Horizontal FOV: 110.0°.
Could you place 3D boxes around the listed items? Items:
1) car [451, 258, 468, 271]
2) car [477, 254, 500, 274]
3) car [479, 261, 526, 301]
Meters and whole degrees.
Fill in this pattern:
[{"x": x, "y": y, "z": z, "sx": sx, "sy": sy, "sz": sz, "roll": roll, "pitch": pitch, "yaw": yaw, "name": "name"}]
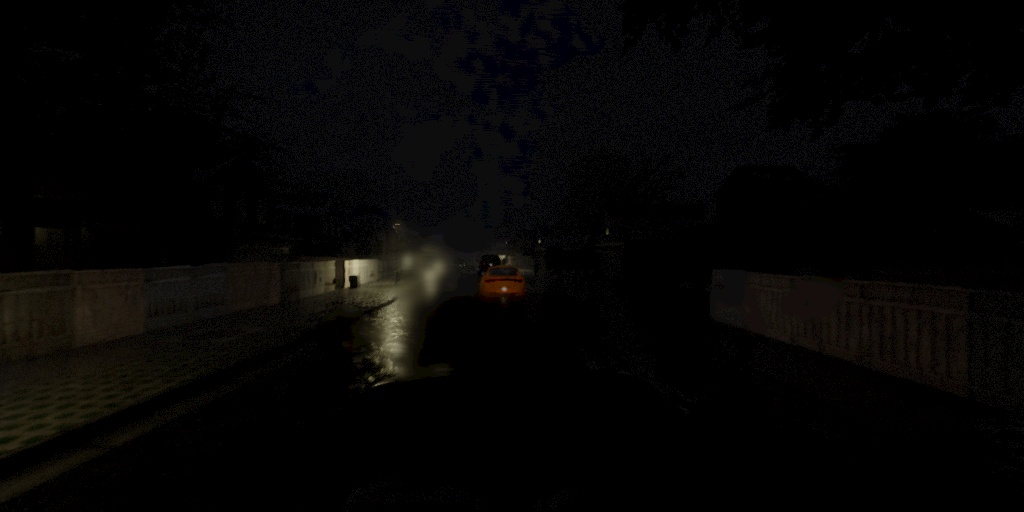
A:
[{"x": -6.754, "y": 1.042, "z": 46.184, "sx": 1.837, "sy": 1.490, "sz": 4.892, "roll": 0, "pitch": 1, "yaw": -9, "name": "car"}, {"x": -2.285, "y": 0.863, "z": 35.851, "sx": 2.150, "sy": 2.045, "sz": 5.566, "roll": 0, "pitch": 0, "yaw": -8, "name": "car"}, {"x": -0.459, "y": 1.188, "z": 17.061, "sx": 1.882, "sy": 1.535, "sz": 5.008, "roll": 0, "pitch": 0, "yaw": -3, "name": "car"}]
